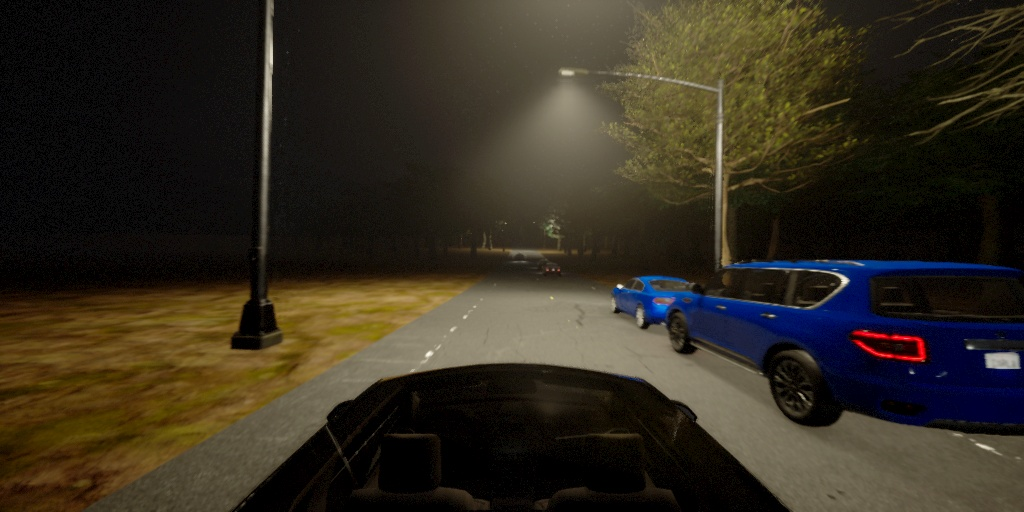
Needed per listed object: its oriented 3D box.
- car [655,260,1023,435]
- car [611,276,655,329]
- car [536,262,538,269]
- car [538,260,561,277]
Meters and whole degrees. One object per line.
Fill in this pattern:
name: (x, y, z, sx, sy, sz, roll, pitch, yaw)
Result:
car: (4.588, 1.091, 5.992, 2.150, 2.045, 5.566, 1, -1, 1)
car: (4.717, 1.398, 11.960, 1.882, 1.535, 5.008, 1, 0, 1)
car: (4.538, 1.224, 50.550, 1.837, 1.490, 4.892, 1, 1, 1)
car: (4.322, 1.455, 39.315, 2.033, 1.411, 5.357, 1, 1, 2)
